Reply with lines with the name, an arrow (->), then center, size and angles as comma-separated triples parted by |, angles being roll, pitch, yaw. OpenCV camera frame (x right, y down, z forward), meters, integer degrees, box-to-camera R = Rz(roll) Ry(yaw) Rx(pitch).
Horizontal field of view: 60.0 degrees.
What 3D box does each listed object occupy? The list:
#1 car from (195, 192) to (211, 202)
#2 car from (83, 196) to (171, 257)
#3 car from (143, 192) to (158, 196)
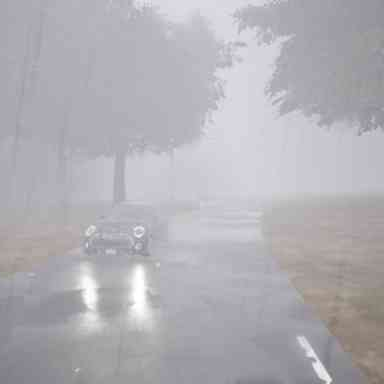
car -> 1.880, 0.825, 55.956 | 1.882, 1.535, 5.008 | 1, 1, -11
car -> -2.181, 1.196, 12.280 | 2.097, 1.767, 4.553 | 0, 1, 7
car -> -10.954, 0.757, 87.299 | 2.097, 1.767, 4.553 | 1, -1, -41
